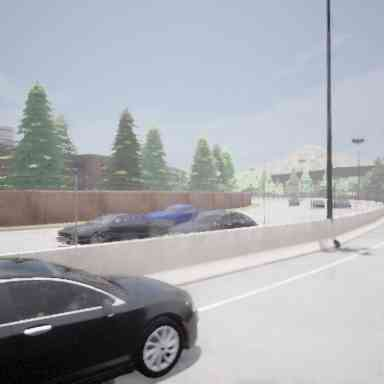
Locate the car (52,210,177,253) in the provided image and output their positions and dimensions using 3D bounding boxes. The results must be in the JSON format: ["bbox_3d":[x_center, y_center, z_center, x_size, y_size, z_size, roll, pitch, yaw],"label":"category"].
[{"bbox_3d":[-3.361,1.661,15.400,5.357,1.411,2.033,0,0,-44],"label":"car"}]

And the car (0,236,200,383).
[{"bbox_3d":[-2.068,1.539,3.830,4.892,1.490,1.837,0,0,-40],"label":"car"}]

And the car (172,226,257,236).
[{"bbox_3d":[1.048,1.603,14.940,1.837,1.490,4.892,0,0,44],"label":"car"}]
